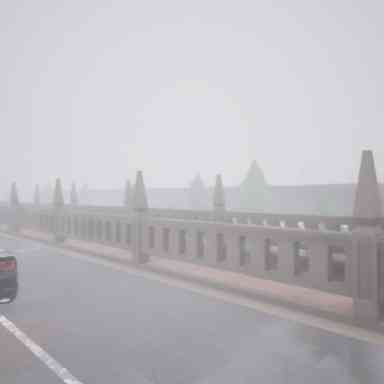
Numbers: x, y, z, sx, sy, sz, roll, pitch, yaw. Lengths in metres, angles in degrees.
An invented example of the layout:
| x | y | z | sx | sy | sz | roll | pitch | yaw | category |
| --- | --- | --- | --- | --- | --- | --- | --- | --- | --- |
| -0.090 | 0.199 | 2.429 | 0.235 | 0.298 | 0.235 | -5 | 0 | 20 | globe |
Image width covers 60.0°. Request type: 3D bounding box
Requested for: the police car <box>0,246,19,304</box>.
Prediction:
| x | y | z | sx | sy | sz | roll | pitch | yaw | category |
| --- | --- | --- | --- | --- | --- | --- | --- | --- | --- |
| -5.505 | 1.473 | 7.329 | 1.930 | 1.638 | 5.238 | -1 | 0 | -45 | police car |
